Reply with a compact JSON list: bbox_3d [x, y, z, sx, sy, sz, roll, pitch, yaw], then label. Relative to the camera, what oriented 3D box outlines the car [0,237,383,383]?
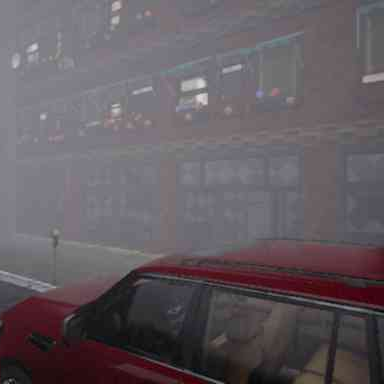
[{"bbox_3d":[0.403,1.316,2.585,5.009,1.841,2.192,0,0,35],"label":"car"}]
